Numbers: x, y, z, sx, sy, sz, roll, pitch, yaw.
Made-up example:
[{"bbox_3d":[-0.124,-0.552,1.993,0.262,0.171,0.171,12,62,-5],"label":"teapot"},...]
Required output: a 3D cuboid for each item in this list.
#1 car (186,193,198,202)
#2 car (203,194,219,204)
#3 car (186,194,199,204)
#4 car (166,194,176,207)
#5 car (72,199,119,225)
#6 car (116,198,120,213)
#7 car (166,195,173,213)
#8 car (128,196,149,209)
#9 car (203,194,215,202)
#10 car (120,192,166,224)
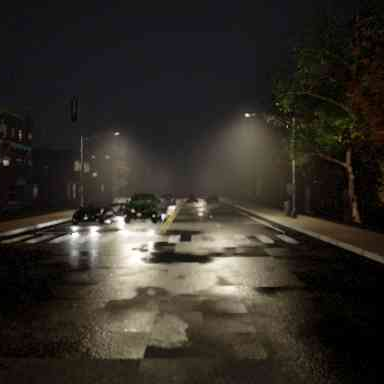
[{"bbox_3d":[-0.034,1.064,64.740,2.128,1.511,4.902,0,0,0],"label":"car"},{"bbox_3d":[3.324,1.140,53.333,2.128,1.511,4.902,0,0,0],"label":"car"},{"bbox_3d":[0.072,1.166,54.660,1.812,1.442,4.674,0,0,0],"label":"car"},{"bbox_3d":[-3.342,1.049,46.050,2.097,1.767,4.553,0,0,0],"label":"car"},{"bbox_3d":[-6.611,1.416,22.693,1.994,1.385,4.181,0,0,0],"label":"car"},{"bbox_3d":[-6.613,1.285,31.603,2.128,1.511,4.902,0,0,0],"label":"car"},{"bbox_3d":[-3.366,1.323,34.276,2.033,1.411,5.357,0,0,0],"label":"car"},{"bbox_3d":[-6.610,1.253,41.520,1.812,1.442,4.674,0,0,0],"label":"car"},{"bbox_3d":[3.215,1.128,63.517,2.033,1.411,5.357,0,0,0],"label":"car"},{"bbox_3d":[-3.363,1.065,23.887,2.150,2.045,5.566,0,0,0],"label":"car"}]
